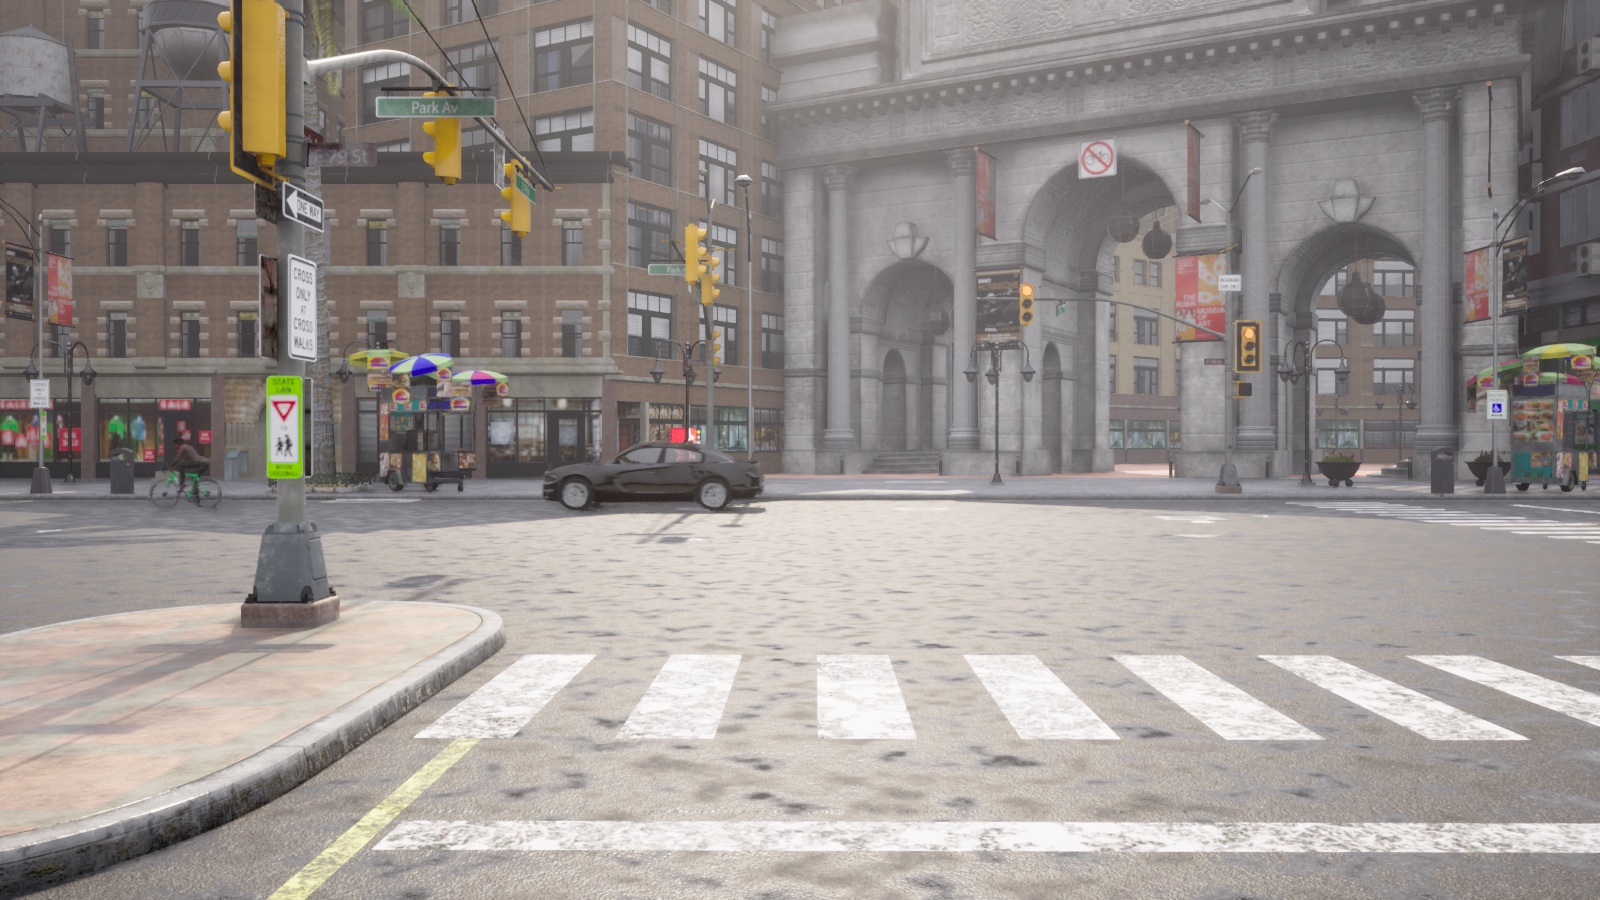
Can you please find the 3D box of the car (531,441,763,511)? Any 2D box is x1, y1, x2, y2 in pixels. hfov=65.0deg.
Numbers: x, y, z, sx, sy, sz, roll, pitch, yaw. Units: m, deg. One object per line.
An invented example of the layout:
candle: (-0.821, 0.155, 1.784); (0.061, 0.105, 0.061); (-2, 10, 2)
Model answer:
car: (-3.382, 0.561, 28.462); (5.008, 1.535, 1.882); (0, 0, 1)

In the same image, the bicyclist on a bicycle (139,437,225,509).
bicyclist on a bicycle: (-14.069, 0.526, 28.613); (1.656, 1.620, 0.582); (0, 0, 1)
